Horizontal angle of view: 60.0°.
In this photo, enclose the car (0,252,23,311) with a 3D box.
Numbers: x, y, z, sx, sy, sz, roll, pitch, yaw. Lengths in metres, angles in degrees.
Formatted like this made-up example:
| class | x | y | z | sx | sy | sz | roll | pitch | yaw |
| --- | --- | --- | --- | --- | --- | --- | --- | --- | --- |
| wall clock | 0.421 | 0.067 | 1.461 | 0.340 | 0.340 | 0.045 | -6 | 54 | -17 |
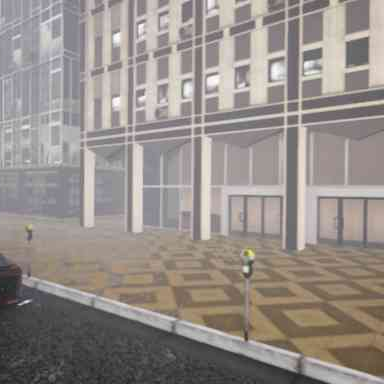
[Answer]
| class | x | y | z | sx | sy | sz | roll | pitch | yaw |
| --- | --- | --- | --- | --- | --- | --- | --- | --- | --- |
| car | -4.968 | 1.516 | 6.412 | 4.313 | 1.339 | 1.947 | 0 | 1 | 35 |
